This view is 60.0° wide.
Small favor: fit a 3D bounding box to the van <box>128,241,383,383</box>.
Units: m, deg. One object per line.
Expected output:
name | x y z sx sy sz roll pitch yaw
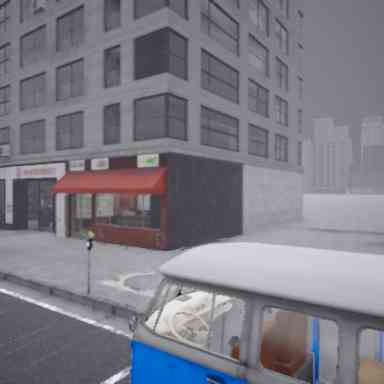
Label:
van | 1.326 1.341 2.133 3.998 1.788 1.690 0 0 35
